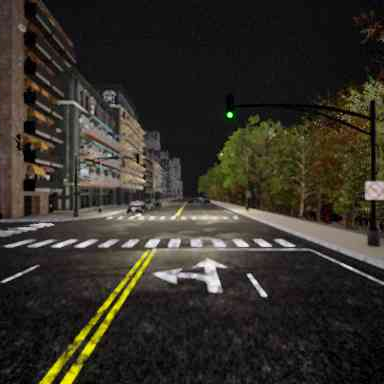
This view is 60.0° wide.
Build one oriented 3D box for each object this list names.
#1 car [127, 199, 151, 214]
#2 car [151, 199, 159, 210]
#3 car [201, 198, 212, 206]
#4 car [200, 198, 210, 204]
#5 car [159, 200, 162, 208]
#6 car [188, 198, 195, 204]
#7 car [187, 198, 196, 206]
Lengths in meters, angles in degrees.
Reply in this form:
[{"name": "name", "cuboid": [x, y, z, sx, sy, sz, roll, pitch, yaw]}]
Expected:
[{"name": "car", "cuboid": [-6.650, 1.862, 40.409, 2.128, 1.511, 4.902, 0, -1, 0]}, {"name": "car", "cuboid": [-6.653, 1.815, 50.214, 2.097, 1.767, 4.553, 0, -1, 0]}, {"name": "car", "cuboid": [3.159, 2.178, 70.800, 2.128, 1.511, 4.902, 0, -1, 0]}, {"name": "car", "cuboid": [3.146, 2.217, 81.220, 2.128, 1.511, 4.902, 0, -1, 0]}, {"name": "car", "cuboid": [-6.625, 2.162, 60.472, 1.895, 1.301, 4.718, 0, -1, 0]}, {"name": "car", "cuboid": [-0.103, 2.216, 81.216, 1.812, 1.442, 4.674, 0, -1, 0]}, {"name": "car", "cuboid": [-0.091, 2.178, 70.792, 2.128, 1.511, 4.902, 0, -1, 0]}]
